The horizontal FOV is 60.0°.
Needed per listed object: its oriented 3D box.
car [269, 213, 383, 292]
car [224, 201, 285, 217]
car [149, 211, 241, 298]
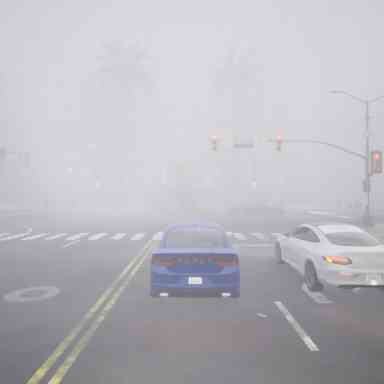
[{"bbox_3d":[3.572,1.526,8.837,1.812,1.442,4.674,0,0,0],"label":"car"},{"bbox_3d":[5.677,1.547,30.371,5.357,1.411,2.033,0,0,0],"label":"car"},{"bbox_3d":[0.071,1.478,8.589,1.882,1.535,5.008,0,0,0],"label":"car"}]
